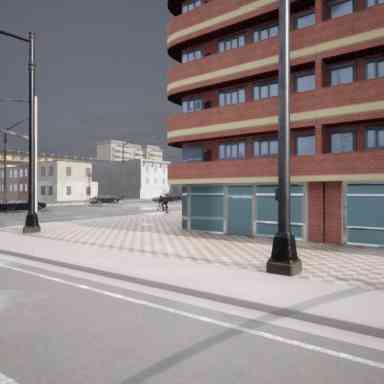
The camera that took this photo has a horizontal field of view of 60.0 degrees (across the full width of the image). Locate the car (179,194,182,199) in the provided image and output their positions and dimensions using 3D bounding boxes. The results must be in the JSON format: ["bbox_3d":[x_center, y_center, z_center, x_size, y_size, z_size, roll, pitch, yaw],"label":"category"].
[{"bbox_3d":[-1.144,0.876,64.554,2.033,1.411,5.357,0,1,37],"label":"car"}]

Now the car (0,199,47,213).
[{"bbox_3d":[-18.309,1.449,35.782,1.895,1.301,4.718,0,1,37],"label":"car"}]

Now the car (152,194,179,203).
[{"bbox_3d":[-4.632,1.033,54.133,1.994,1.385,4.181,0,1,37],"label":"car"}]

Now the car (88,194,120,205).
[{"bbox_3d":[-12.890,1.121,48.925,2.128,1.511,4.902,0,1,37],"label":"car"}]

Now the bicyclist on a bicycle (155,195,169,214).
[{"bbox_3d":[-2.613,1.094,29.256,1.656,1.620,0.582,0,1,37],"label":"bicyclist on a bicycle"}]
